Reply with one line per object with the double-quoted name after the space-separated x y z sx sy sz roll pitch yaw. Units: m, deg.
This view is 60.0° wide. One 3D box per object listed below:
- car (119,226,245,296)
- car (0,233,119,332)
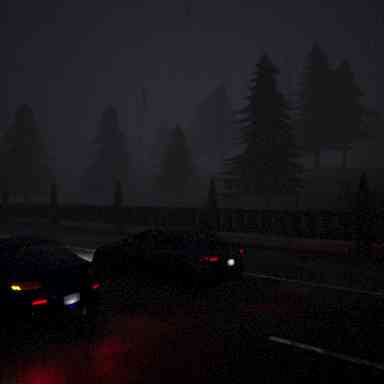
-0.722 1.597 8.808 4.181 1.385 1.994 0 0 36 "car"
-3.812 1.567 6.714 4.674 1.442 1.812 0 0 36 "car"
